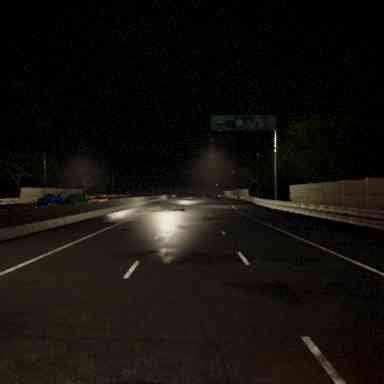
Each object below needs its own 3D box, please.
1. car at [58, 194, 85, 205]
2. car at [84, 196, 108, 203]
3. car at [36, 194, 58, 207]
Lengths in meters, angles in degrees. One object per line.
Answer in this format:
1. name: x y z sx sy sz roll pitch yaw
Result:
1. car: -17.564 1.271 50.042 2.150 2.045 5.566 0 0 1
2. car: -14.072 1.404 50.120 2.097 1.767 4.553 0 0 0
3. car: -21.065 1.270 49.627 2.150 2.045 5.566 0 0 1
